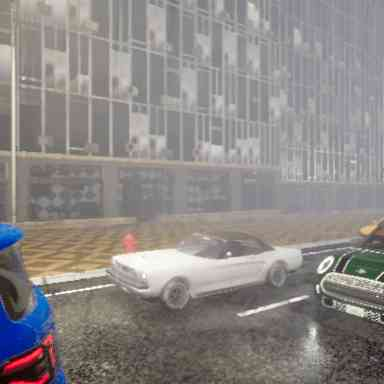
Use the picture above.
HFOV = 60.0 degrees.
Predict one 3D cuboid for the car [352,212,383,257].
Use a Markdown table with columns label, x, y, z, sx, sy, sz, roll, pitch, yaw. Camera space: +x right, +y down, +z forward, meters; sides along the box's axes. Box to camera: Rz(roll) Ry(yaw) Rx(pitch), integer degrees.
| label | x | y | z | sx | sy | sz | roll | pitch | yaw |
| --- | --- | --- | --- | --- | --- | --- | --- | --- | --- |
| car | 8.966 | 1.649 | 13.944 | 5.008 | 1.535 | 1.882 | 1 | 0 | -35 |

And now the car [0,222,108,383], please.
| label | x | y | z | sx | sy | sz | roll | pitch | yaw |
| --- | --- | --- | --- | --- | --- | --- | --- | --- | --- |
| car | -3.424 | 1.197 | 1.260 | 5.566 | 2.045 | 2.150 | 1 | 0 | -36 |

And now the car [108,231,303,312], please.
| label | x | y | z | sx | sy | sz | roll | pitch | yaw |
| --- | --- | --- | --- | --- | --- | --- | --- | --- | --- |
| car | 0.450 | 1.656 | 7.964 | 4.718 | 1.301 | 1.895 | 1 | 0 | -35 |

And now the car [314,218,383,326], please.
| label | x | y | z | sx | sy | sz | roll | pitch | yaw |
| --- | --- | --- | --- | --- | --- | --- | --- | --- | --- |
| car | 4.593 | 1.438 | 6.914 | 4.553 | 1.767 | 2.097 | 1 | 0 | -35 |
